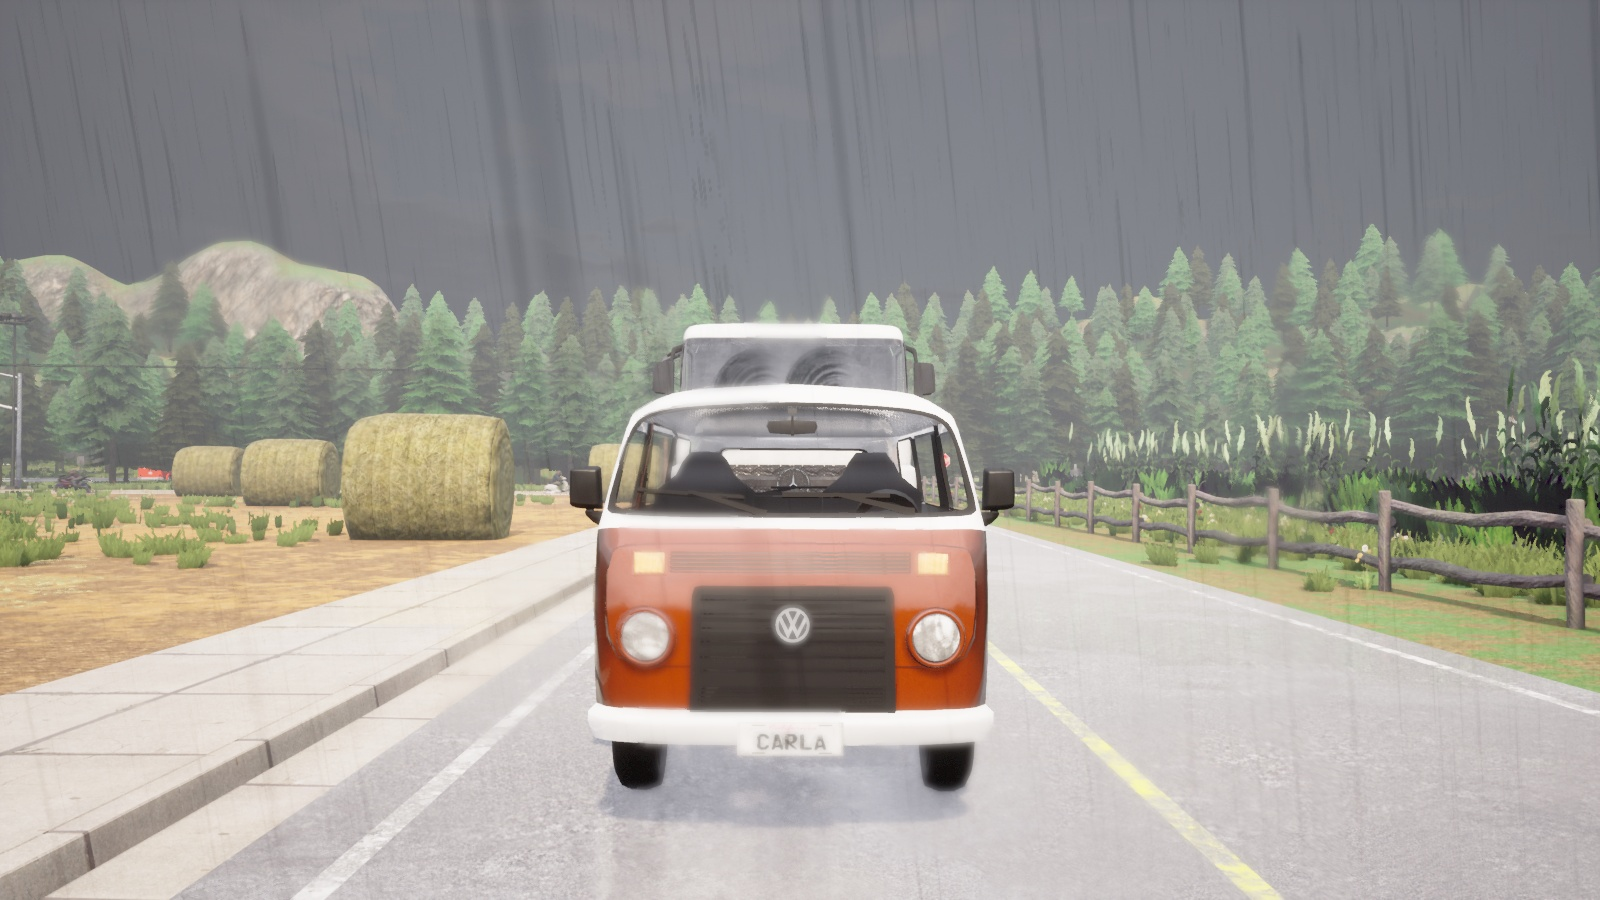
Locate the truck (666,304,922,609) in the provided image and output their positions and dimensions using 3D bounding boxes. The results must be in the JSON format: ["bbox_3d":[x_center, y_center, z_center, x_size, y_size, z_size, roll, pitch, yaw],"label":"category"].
[{"bbox_3d":[-0.089,0.139,18.252,2.891,3.462,7.936,0,-1,0],"label":"truck"}]

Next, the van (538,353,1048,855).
[{"bbox_3d":[-0.037,0.662,7.364,2.069,2.038,4.480,0,-1,0],"label":"van"}]

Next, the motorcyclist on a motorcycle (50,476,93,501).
[{"bbox_3d":[-45.564,2.382,78.523,2.191,1.530,0.866,0,-1,-3],"label":"motorcyclist on a motorcycle"}]

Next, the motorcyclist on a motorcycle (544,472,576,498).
[{"bbox_3d":[-14.670,2.146,76.663,1.817,1.590,0.866,0,-1,-3],"label":"motorcyclist on a motorcycle"}]
